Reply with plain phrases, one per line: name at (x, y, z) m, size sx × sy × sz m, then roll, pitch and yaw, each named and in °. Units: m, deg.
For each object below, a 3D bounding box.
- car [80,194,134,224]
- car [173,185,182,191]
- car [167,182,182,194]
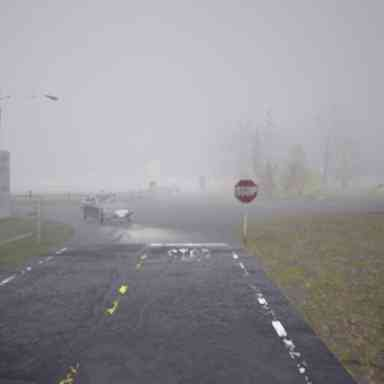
car at (-4.988, 0.895, 19.135) m, size 2.128 × 1.511 × 4.902 m, roll -1°, pitch 2°, yaw -35°
car at (-3.353, -0.848, 75.838) m, size 1.895 × 1.301 × 4.718 m, roll 0°, pitch 2°, yaw 0°
car at (-3.307, -0.715, 60.494) m, size 2.150 × 2.045 × 5.566 m, roll 0°, pitch 2°, yaw 0°
